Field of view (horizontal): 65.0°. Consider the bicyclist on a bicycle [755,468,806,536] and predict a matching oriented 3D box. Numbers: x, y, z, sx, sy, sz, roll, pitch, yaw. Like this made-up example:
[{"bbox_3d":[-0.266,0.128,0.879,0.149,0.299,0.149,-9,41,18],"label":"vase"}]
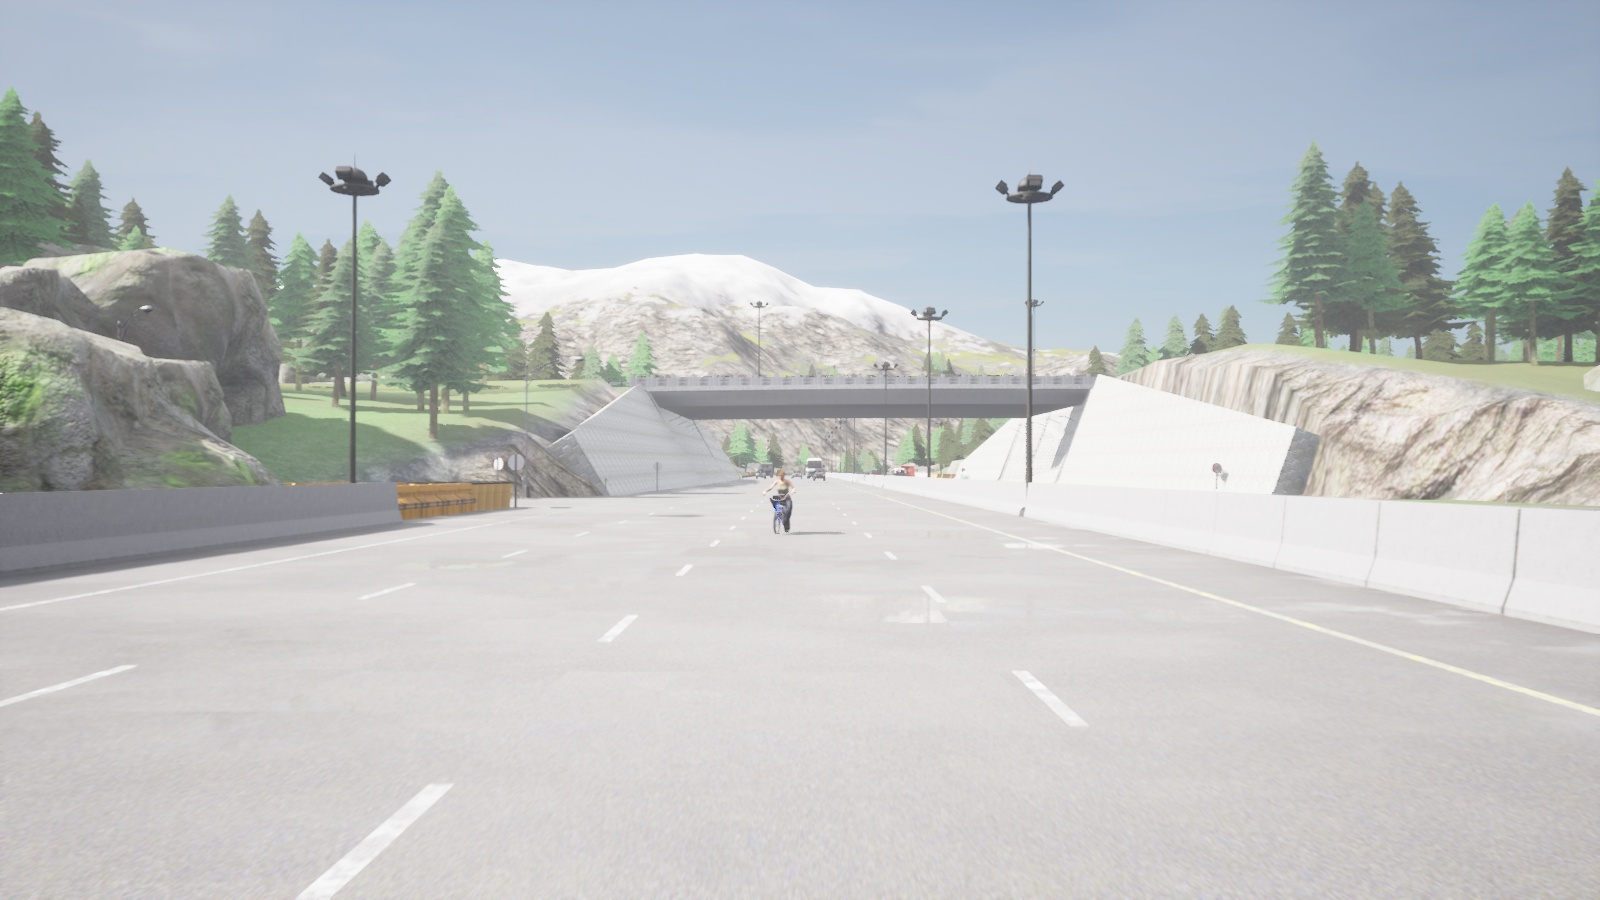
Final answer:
[{"bbox_3d":[-0.456,1.271,30.890,0.866,1.612,1.509,-2,-1,13],"label":"bicyclist on a bicycle"}]
